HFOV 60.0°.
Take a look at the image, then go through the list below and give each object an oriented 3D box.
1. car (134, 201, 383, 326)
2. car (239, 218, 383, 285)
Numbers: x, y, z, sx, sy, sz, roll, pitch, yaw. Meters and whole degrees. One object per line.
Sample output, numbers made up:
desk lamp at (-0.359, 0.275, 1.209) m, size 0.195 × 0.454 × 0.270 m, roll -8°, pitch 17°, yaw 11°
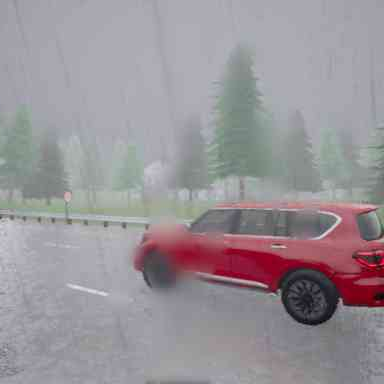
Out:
car at (1.264, 1.208, 7.277) m, size 5.566 × 2.045 × 2.150 m, roll 0°, pitch 0°, yaw 35°
car at (3.940, 1.586, 9.670) m, size 4.718 × 1.301 × 1.895 m, roll 0°, pitch 0°, yaw 35°
